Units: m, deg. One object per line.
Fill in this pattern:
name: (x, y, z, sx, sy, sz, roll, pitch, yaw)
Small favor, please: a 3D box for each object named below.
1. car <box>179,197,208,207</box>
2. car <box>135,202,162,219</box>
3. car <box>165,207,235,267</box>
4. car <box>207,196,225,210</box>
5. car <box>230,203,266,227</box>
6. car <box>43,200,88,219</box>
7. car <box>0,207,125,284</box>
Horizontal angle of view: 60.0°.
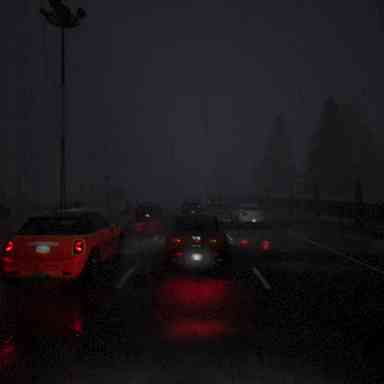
car: (-0.110, 1.382, 29.308, 2.128, 1.511, 4.902, 0, 0, -3)
car: (-3.481, 1.491, 27.526, 1.895, 1.301, 4.718, 0, 0, -3)
car: (0.146, 1.463, 11.197, 1.837, 1.490, 4.892, 0, 0, 0)
car: (2.409, 1.212, 38.595, 2.097, 1.767, 4.553, 0, 0, -8)
car: (3.644, 1.451, 21.976, 1.812, 1.442, 4.674, 0, 0, -1)
car: (-10.684, 1.420, 28.526, 2.033, 1.411, 5.357, 0, 0, -2)
car: (-3.361, 1.309, 9.646, 2.097, 1.767, 4.553, 0, 0, 0)
